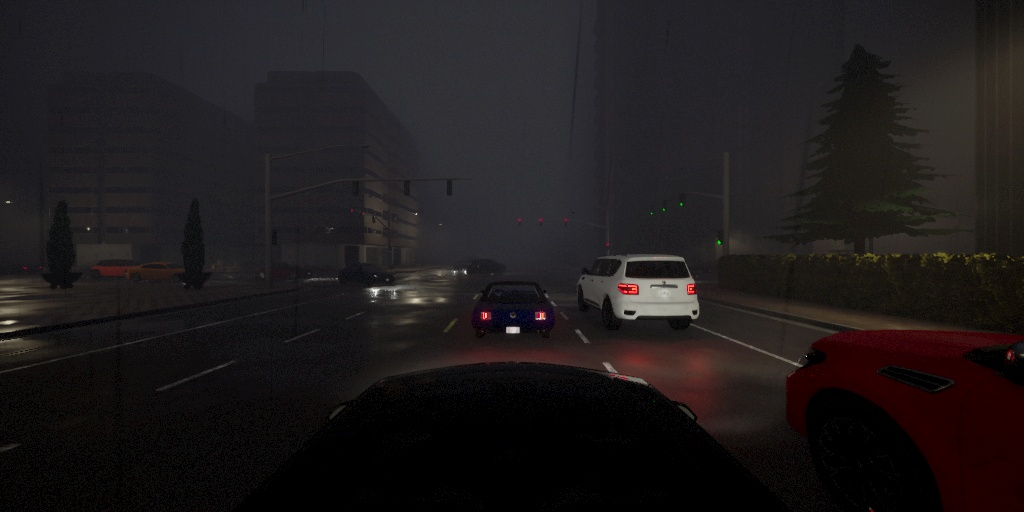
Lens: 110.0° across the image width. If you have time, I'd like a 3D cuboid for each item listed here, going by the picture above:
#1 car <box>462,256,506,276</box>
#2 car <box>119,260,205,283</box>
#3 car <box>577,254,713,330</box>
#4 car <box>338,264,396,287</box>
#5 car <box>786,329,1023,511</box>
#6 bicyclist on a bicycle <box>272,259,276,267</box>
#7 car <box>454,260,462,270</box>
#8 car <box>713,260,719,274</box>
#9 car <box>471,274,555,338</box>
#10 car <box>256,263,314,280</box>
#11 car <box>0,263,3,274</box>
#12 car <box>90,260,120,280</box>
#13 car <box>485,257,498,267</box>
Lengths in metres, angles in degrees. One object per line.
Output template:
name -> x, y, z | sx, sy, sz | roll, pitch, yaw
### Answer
car -> -2.623, 1.102, 37.970 | 2.097, 1.767, 4.553 | 0, 0, 39
car -> -26.241, 1.228, 27.315 | 5.008, 1.535, 1.882 | 0, 0, 1
car -> 3.576, 0.971, 11.278 | 2.150, 2.045, 5.566 | 0, 0, -2
car -> -10.002, 1.276, 24.533 | 4.674, 1.442, 1.812 | 0, -1, 34
car -> 3.601, 0.971, 0.917 | 2.150, 2.045, 5.566 | 0, 0, 0
bicyclist on a bicycle -> -28.690, 1.051, 42.820 | 0.582, 1.620, 1.656 | 0, 0, 0
car -> -7.147, 1.276, 51.544 | 1.812, 1.442, 4.674 | 0, 0, 0
car -> 20.828, 1.228, 37.607 | 5.008, 1.535, 1.882 | 0, 0, 1
car -> 0.046, 1.351, 10.150 | 1.895, 1.301, 4.718 | 0, 0, 0
car -> -19.396, 1.314, 30.755 | 4.181, 1.385, 1.994 | 0, 0, 0
car -> -42.839, 1.351, 27.467 | 4.718, 1.301, 1.895 | 0, 0, 1
car -> -33.152, 1.103, 30.877 | 4.553, 1.767, 2.097 | 0, 0, 1
car -> -3.635, 1.102, 65.343 | 2.097, 1.767, 4.553 | 0, 0, 0
